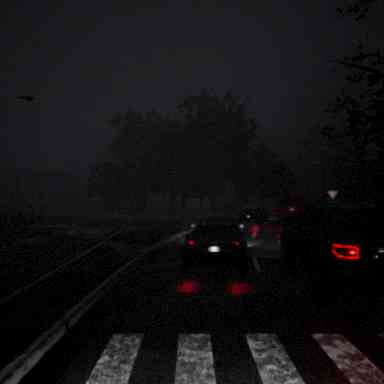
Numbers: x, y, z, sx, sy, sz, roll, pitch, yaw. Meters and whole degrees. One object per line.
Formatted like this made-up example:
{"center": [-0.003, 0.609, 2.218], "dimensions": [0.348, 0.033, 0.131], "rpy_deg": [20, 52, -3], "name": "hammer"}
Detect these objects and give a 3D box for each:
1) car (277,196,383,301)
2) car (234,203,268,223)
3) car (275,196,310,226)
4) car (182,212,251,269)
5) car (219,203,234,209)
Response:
{"center": [3.759, 1.234, 8.420], "dimensions": [2.150, 2.045, 5.566], "rpy_deg": [0, 0, 4], "name": "car"}
{"center": [5.068, 1.691, 27.265], "dimensions": [1.812, 1.442, 4.674], "rpy_deg": [-1, -1, 21], "name": "car"}
{"center": [7.837, 1.339, 25.538], "dimensions": [2.150, 2.045, 5.566], "rpy_deg": [-1, -1, 21], "name": "car"}
{"center": [0.845, 1.589, 11.397], "dimensions": [1.994, 1.385, 4.181], "rpy_deg": [0, 0, 7], "name": "car"}
{"center": [8.263, 3.061, 73.531], "dimensions": [4.674, 1.442, 1.812], "rpy_deg": [-1, -2, 37], "name": "car"}
